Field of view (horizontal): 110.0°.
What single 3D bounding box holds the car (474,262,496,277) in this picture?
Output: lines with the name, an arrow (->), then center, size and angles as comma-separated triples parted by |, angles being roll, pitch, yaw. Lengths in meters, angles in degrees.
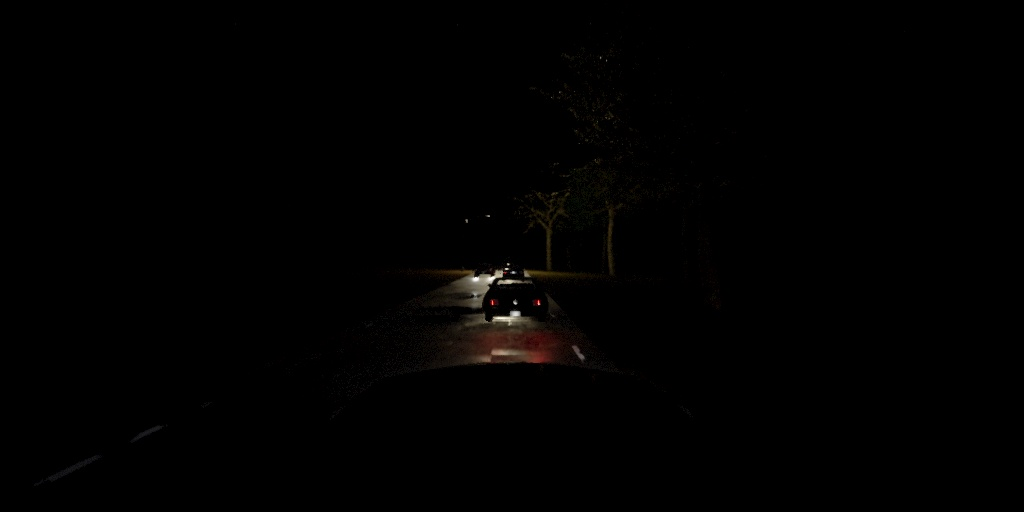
car -> -2.751, 1.375, 36.852 | 1.812, 1.442, 4.674 | 0, 0, 0

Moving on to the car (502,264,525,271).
car -> 0.108, 1.362, 30.460 | 2.033, 1.411, 5.357 | 0, 0, 0

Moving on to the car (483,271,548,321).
car -> 0.102, 1.355, 12.417 | 1.895, 1.301, 4.718 | 0, 0, 0
